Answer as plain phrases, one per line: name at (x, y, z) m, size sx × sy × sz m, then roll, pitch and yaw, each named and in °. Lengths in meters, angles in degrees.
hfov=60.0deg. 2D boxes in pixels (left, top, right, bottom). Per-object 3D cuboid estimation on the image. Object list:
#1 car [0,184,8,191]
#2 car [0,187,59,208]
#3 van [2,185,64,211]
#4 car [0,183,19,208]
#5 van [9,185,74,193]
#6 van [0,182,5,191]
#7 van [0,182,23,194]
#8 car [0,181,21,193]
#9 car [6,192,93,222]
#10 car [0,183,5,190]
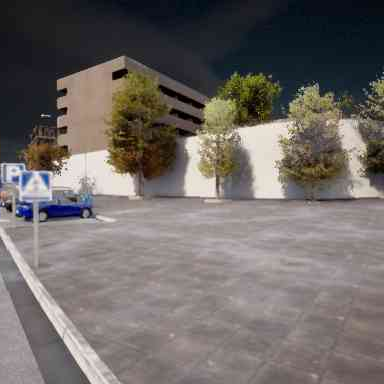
car at (-43.999, -1.078, 73.795) m, size 1.946 × 1.575 × 5.366 m, roll 2°, pitch 1°, yaw 36°
car at (-15.398, 0.453, 31.685) m, size 2.185 × 1.767 × 4.553 m, roll 2°, pitch 2°, yaw 37°
van at (-13.804, 0.463, 29.095) m, size 1.878 × 1.987 × 4.442 m, roll 3°, pitch 2°, yaw 37°
car at (-12.117, 0.548, 26.652) m, size 2.435 × 2.045 × 5.566 m, roll 3°, pitch 2°, yaw 37°
van at (-10.402, 0.683, 24.262) m, size 1.878 × 1.987 × 4.442 m, roll 2°, pitch 2°, yaw 37°
van at (-45.631, -1.357, 76.327) m, size 1.878 × 1.987 × 4.442 m, roll 2°, pitch 1°, yaw 36°
van at (-30.341, -0.637, 54.266) m, size 1.878 × 1.987 × 4.442 m, roll 2°, pitch 1°, yaw 36°
car at (-33.776, -0.865, 59.130) m, size 2.435 × 2.045 × 5.566 m, roll 2°, pitch 1°, yaw 36°
car at (-8.847, 1.018, 21.658) m, size 2.097 × 1.535 × 5.008 m, roll 2°, pitch 2°, yaw 37°
car at (-47.265, -1.304, 78.884) m, size 2.185 × 1.767 × 4.553 m, roll 1°, pitch 0°, yaw 36°
